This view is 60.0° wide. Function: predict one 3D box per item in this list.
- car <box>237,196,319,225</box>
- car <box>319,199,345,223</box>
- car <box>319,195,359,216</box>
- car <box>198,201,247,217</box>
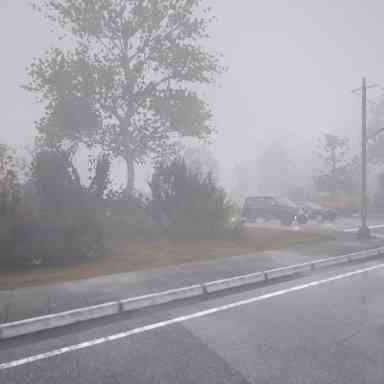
[{"bbox_3d":[6.235,1.316,25.123,2.150,2.045,5.566,0,-1,-37],"label":"car"},{"bbox_3d":[9.270,1.566,26.866,1.882,1.535,5.008,0,-1,-39],"label":"car"},{"bbox_3d":[13.472,1.334,32.893,2.150,2.045,5.566,0,-1,-35],"label":"car"},{"bbox_3d":[3.083,1.705,34.178,1.882,1.535,5.008,0,-1,-43],"label":"car"}]
